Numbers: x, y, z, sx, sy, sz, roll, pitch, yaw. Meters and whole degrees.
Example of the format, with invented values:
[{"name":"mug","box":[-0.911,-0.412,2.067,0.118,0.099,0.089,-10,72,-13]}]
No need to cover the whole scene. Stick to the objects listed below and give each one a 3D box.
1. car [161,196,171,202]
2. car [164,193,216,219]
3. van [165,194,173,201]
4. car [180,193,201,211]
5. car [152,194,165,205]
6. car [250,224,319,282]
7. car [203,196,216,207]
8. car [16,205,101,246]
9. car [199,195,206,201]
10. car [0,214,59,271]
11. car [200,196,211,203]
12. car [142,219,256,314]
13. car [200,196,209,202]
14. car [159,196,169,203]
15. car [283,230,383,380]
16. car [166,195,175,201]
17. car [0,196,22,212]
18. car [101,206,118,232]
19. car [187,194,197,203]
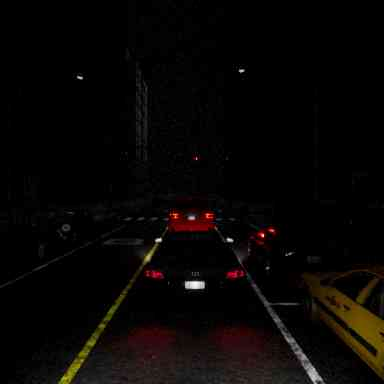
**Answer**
[{"name":"car","box":[-5.816,1.549,74.041,1.752,1.417,4.829,0,0,0]},{"name":"car","box":[-0.009,1.223,17.131,2.150,2.045,5.566,0,0,0]},{"name":"van","box":[-5.824,1.372,85.087,1.690,1.788,3.998,0,0,0]},{"name":"car","box":[-0.301,1.229,43.378,2.150,2.045,5.566,-1,0,-6]},{"name":"car","box":[-5.805,1.329,57.899,2.192,1.841,5.009,0,0,0]},{"name":"car","box":[2.754,1.566,9.585,1.947,1.339,4.313,0,0,0]},{"name":"car","box":[2.724,1.452,52.467,1.967,1.590,4.097,0,0,0]},{"name":"car","box":[-5.775,1.441,15.034,1.967,1.590,4.097,0,0,0]},{"name":"car","box":[2.701,1.557,85.262,1.752,1.417,4.829,0,0,0]},{"name":"car","box":[-5.771,1.545,9.577,1.887,1.381,4.507,0,0,0]},{"name":"car","box":[2.713,1.571,68.779,2.008,1.369,4.403,0,0,0]},{"name":"car","box":[0.054,1.564,7.711,1.994,1.385,4.181,0,0,0]},{"name":"car","box":[2.709,1.569,74.217,1.887,1.381,4.507,0,0,0]},{"name":"car","box":[-5.812,1.602,68.773,1.802,1.307,4.206,0,0,0]},{"name":"car","box":[2.758,1.525,4.298,1.752,1.417,4.829,0,0,0]},{"name":"car","box":[-5.828,1.586,90.524,2.008,1.369,4.403,0,0,0]},{"name":"car","box":[-17.941,1.171,31.941,4.902,1.511,2.128,1,0,0]},{"name":"car","box":[-5.778,1.527,20.321,1.752,1.417,4.829,0,0,0]},{"name":"car","box":[-0.018,1.377,72.339,2.097,1.767,4.553,0,0,0]}]
